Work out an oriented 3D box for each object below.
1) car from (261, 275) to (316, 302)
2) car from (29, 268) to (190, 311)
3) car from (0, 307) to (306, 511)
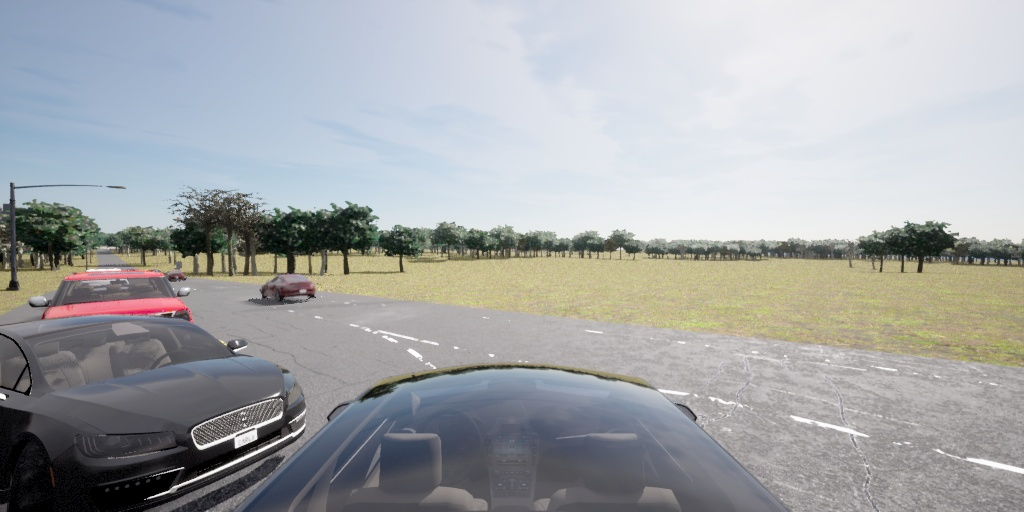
[{"bbox_3d":[-13.129,1.813,21.023,4.674,1.442,1.812,-2,0,41],"label":"car"},{"bbox_3d":[-9.480,1.386,8.621,5.566,2.045,2.150,-2,0,41],"label":"car"},{"bbox_3d":[-4.564,1.445,3.981,4.892,1.490,1.837,-3,-3,21],"label":"car"}]
